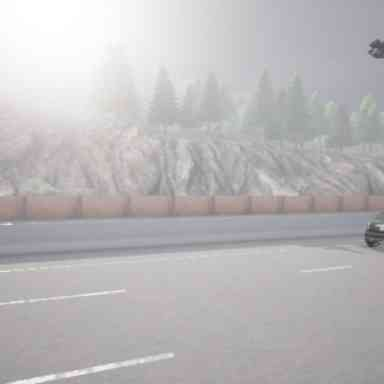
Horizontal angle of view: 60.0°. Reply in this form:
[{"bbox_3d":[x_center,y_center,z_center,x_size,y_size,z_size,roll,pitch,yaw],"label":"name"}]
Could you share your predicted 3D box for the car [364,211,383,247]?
[{"bbox_3d":[9.869,1.551,14.516,4.553,1.767,2.097,0,-1,-21],"label":"car"}]
